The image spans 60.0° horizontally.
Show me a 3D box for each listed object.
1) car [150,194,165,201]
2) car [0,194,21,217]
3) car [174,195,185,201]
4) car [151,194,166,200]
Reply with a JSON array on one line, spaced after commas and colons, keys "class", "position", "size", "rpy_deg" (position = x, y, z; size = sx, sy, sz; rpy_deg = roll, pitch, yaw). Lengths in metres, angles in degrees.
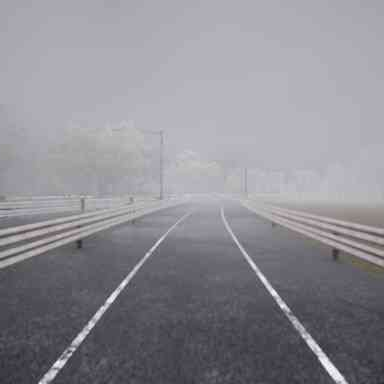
[{"class": "car", "position": [-8.129, 1.308, 78.784], "size": [1.882, 1.535, 5.008], "rpy_deg": [0, 0, 17]}, {"class": "car", "position": [-15.257, 0.936, 24.523], "size": [2.150, 2.045, 5.566], "rpy_deg": [0, 0, 13]}, {"class": "car", "position": [-2.418, 1.410, 73.445], "size": [1.895, 1.301, 4.718], "rpy_deg": [0, 0, 17]}, {"class": "car", "position": [-6.419, 1.354, 72.276], "size": [2.033, 1.411, 5.357], "rpy_deg": [0, 0, 16]}]
